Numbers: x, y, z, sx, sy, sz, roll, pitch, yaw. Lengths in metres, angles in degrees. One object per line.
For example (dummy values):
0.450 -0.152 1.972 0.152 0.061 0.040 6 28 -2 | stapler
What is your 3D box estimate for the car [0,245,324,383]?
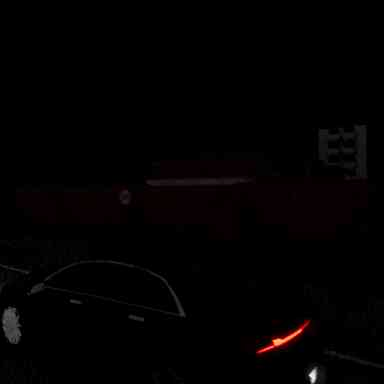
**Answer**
-0.814 1.503 4.574 4.892 1.490 1.837 -1 0 36 | car
